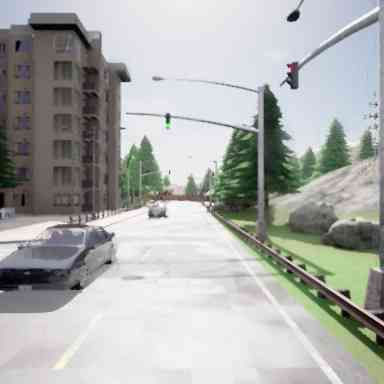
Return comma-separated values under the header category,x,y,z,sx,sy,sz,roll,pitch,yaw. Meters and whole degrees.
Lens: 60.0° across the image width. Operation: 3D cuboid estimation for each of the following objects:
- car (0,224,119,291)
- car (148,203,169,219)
category,x,y,z,sx,sy,sz,roll,pitch,yaw
car,-3.497,1.667,9.651,2.033,1.411,5.357,0,-1,0
car,-3.484,1.948,34.749,2.128,1.511,4.902,0,0,0
